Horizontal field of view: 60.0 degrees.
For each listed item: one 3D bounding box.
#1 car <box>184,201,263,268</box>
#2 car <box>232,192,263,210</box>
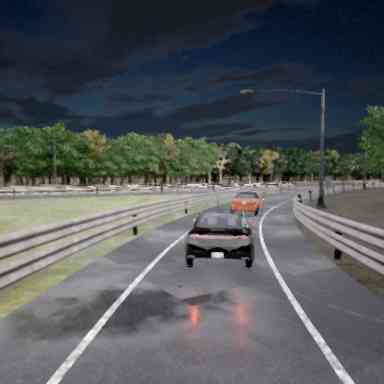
[{"bbox_3d":[0.935,1.272,10.481,2.128,1.511,4.902,0,1,7],"label":"car"},{"bbox_3d":[4.506,0.764,26.725,2.097,1.767,4.553,1,2,17],"label":"car"}]
